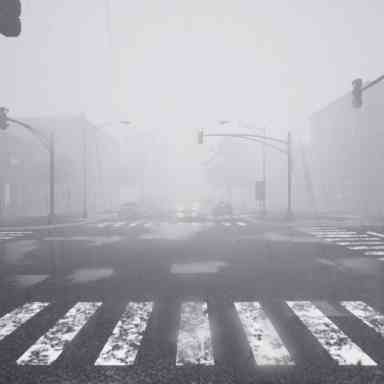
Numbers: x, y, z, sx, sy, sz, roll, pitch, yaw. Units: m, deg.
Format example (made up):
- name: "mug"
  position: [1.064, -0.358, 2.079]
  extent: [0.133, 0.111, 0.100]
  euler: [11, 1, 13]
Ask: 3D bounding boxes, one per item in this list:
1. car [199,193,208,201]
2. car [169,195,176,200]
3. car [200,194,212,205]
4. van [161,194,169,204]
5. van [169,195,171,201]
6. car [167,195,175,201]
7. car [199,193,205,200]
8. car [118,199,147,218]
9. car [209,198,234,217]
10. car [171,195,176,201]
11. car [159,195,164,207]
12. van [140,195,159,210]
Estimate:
- name: "car"
  position: [3.003, 1.296, 85.823]
  extent: [2.192, 1.841, 5.009]
  euler: [-1, 0, 0]
- name: "car"
  position: [-5.355, 1.561, 91.400]
  extent: [1.802, 1.307, 4.206]
  euler: [0, 0, 0]
- name: "car"
  position: [2.903, 1.539, 58.092]
  extent: [2.008, 1.369, 4.403]
  euler: [-1, 0, 0]
- name: "van"
  position: [-5.480, 1.329, 58.123]
  extent: [1.690, 1.788, 3.998]
  euler: [0, 0, 0]
- name: "van"
  position: [-5.459, 1.328, 63.669]
  extent: [1.690, 1.788, 3.998]
  euler: [0, 0, 0]
- name: "car"
  position: [-5.375, 1.526, 85.854]
  extent: [1.887, 1.381, 4.507]
  euler: [0, 0, 0]
- name: "car"
  position: [2.964, 1.550, 74.730]
  extent: [1.947, 1.339, 4.313]
  euler: [-1, 0, 0]
- name: "car"
  position: [-5.580, 1.576, 30.392]
  extent: [1.802, 1.307, 4.206]
  euler: [0, 0, 0]
- name: "car"
  position: [2.800, 1.520, 30.531]
  extent: [1.752, 1.417, 4.829]
  euler: [-1, 0, 0]
- name: "car"
  position: [-5.396, 1.548, 80.308]
  extent: [1.947, 1.339, 4.313]
  euler: [0, 0, 0]
- name: "car"
  position: [-5.519, 1.535, 47.031]
  extent: [1.887, 1.381, 4.507]
  euler: [0, 0, 0]
- name: "van"
  position: [-5.541, 1.333, 41.484]
  extent: [1.690, 1.788, 3.998]
  euler: [0, 0, 0]
